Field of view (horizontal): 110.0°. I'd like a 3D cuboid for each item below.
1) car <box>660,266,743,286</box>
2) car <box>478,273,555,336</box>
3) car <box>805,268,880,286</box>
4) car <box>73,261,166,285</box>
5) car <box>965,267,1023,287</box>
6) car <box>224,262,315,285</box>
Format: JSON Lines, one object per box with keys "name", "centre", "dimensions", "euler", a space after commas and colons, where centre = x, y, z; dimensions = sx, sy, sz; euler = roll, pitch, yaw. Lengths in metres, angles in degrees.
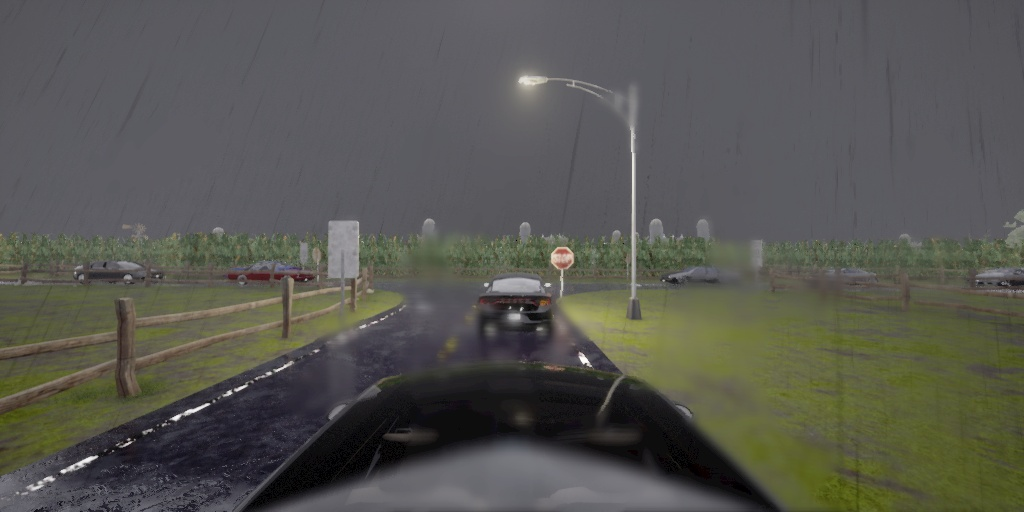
{"name": "car", "centre": [13.724, 1.439, 26.123], "dimensions": [5.357, 1.411, 2.033], "euler": [0, -1, 0]}
{"name": "car", "centre": [0.153, 1.228, 10.478], "dimensions": [1.882, 1.535, 5.008], "euler": [0, 0, 2]}
{"name": "car", "centre": [23.910, 1.539, 26.045], "dimensions": [4.181, 1.385, 1.994], "euler": [0, -1, 1]}
{"name": "car", "centre": [-25.609, 1.060, 23.463], "dimensions": [4.892, 1.490, 1.837], "euler": [0, -1, 1]}
{"name": "car", "centre": [35.977, 1.571, 25.945], "dimensions": [4.902, 1.511, 2.128], "euler": [1, -1, 1]}
{"name": "car", "centre": [-15.569, 1.223, 23.353], "dimensions": [4.718, 1.301, 1.895], "euler": [0, -1, 2]}
